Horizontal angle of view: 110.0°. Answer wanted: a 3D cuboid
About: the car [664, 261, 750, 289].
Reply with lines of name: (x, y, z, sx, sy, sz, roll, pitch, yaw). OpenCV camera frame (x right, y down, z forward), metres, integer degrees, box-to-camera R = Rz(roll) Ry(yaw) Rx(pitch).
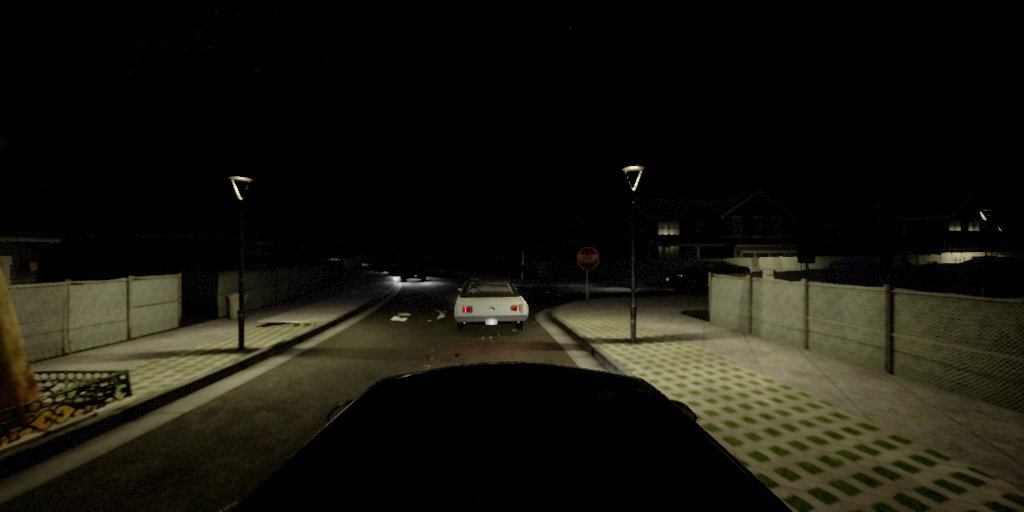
car: (11.586, 1.084, 21.337, 4.902, 1.511, 2.128, -1, 0, -6)

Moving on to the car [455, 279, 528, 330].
car: (-0.760, 1.377, 11.242, 1.895, 1.301, 4.718, 0, 0, -6)

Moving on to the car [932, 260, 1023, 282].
car: (30.819, 0.938, 23.613, 4.718, 1.301, 1.895, -1, 0, -10)

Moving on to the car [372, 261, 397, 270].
car: (-20.594, 1.484, 57.845, 2.033, 1.411, 5.357, 0, 0, -39)

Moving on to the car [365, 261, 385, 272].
car: (-18.390, 1.455, 49.930, 2.033, 1.411, 5.357, 0, 0, -34)

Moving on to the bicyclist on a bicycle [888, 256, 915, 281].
bicyclist on a bicycle: (17.639, 0.841, 16.000, 0.582, 1.620, 1.656, -1, 0, -5)

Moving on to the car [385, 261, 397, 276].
car: (-12.520, 1.462, 39.958, 1.895, 1.301, 4.718, 0, 0, -28)

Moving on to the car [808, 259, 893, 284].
car: (21.028, 0.948, 22.317, 5.008, 1.535, 1.882, -1, 0, -6)

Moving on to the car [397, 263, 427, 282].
car: (-8.513, 1.335, 30.748, 1.837, 1.490, 4.892, 0, 0, -21)

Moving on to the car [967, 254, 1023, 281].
car: (28.034, 0.743, 20.188, 4.553, 1.767, 2.097, -1, 0, -8)
